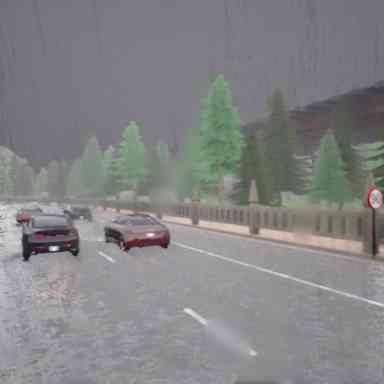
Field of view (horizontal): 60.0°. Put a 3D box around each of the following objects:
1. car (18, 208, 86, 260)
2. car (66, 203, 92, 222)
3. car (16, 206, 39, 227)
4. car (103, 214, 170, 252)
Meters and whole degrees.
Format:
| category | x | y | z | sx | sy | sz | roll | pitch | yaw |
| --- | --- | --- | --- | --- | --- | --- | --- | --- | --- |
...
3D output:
| category | x | y | z | sx | sy | sz | roll | pitch | yaw |
| --- | --- | --- | --- | --- | --- | --- | --- | --- | --- |
| car | -5.710 | 1.621 | 13.175 | 1.837 | 1.490 | 4.892 | 0 | 0 | -28 |
| car | -9.731 | 1.729 | 28.049 | 1.837 | 1.490 | 4.892 | 0 | 0 | -28 |
| car | -12.790 | 1.804 | 26.342 | 1.994 | 1.385 | 4.181 | 0 | 0 | -28 |
| car | -2.570 | 1.659 | 14.734 | 1.994 | 1.385 | 4.181 | 0 | 0 | -28 |
